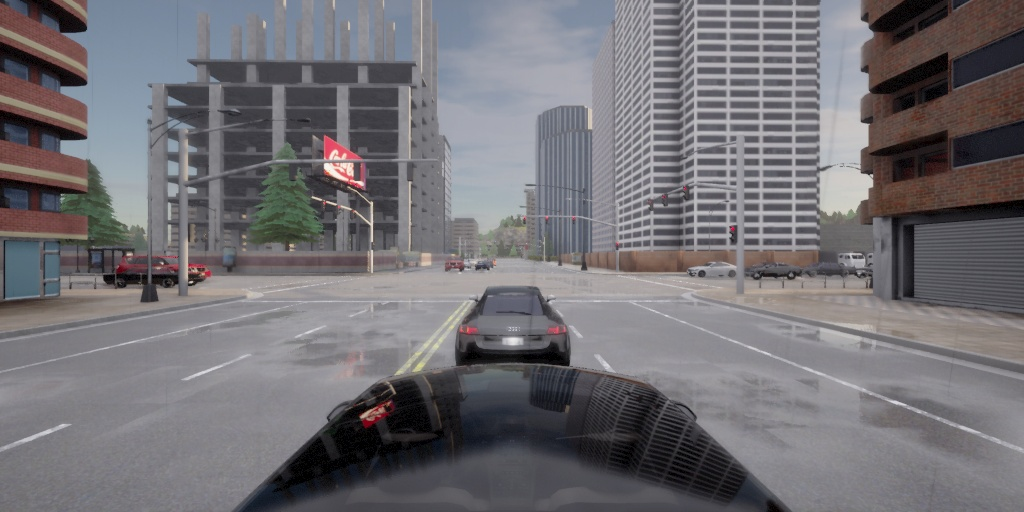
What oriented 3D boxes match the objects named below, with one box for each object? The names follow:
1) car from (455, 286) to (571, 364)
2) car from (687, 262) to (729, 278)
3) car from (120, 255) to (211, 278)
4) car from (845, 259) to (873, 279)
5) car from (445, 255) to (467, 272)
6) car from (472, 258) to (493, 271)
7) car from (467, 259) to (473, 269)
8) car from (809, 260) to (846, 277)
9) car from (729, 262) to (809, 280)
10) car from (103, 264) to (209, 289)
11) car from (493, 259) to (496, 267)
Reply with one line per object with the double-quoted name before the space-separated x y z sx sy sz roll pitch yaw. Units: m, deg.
"car" 0.011 1.314 7.655 1.994 1.385 4.181 0 0 0
"car" 19.089 1.276 34.042 4.674 1.442 1.812 0 0 -1
"car" -25.382 0.972 26.202 5.566 2.045 2.150 0 0 -1
"car" 32.227 1.241 30.739 4.902 1.511 2.128 0 0 -1
"car" -7.558 0.971 47.587 2.150 2.045 5.566 0 0 -4
"car" -4.048 1.351 50.038 1.895 1.301 4.718 0 0 -1
"car" -7.605 1.275 57.265 1.812 1.442 4.674 0 0 0
"car" 29.671 1.297 34.210 5.357 1.411 2.033 0 0 -1
"car" 21.854 1.241 30.601 4.902 1.511 2.128 0 0 -1
"car" -22.576 1.351 22.745 4.718 1.301 1.895 0 0 -1
"car" -4.122 1.314 59.963 1.994 1.385 4.181 0 0 0
